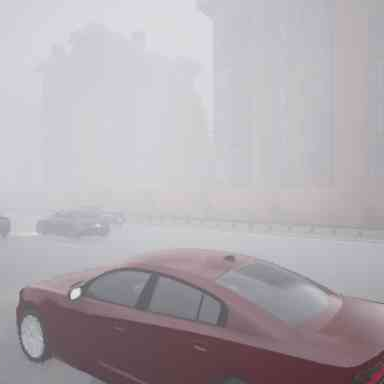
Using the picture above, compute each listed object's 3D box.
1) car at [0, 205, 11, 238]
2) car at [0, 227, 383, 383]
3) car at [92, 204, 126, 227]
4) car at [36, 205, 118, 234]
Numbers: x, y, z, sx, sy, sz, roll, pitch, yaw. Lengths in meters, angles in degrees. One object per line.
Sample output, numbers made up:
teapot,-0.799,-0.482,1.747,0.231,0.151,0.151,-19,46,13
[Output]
car,-10.488,1.491,15.767,4.902,1.511,2.128,0,0,35
car,-0.252,1.478,4.171,5.008,1.535,1.882,0,0,35
car,-6.212,1.526,21.315,4.674,1.442,1.812,0,0,35
car,-6.079,1.564,16.923,4.181,1.385,1.994,0,0,35
